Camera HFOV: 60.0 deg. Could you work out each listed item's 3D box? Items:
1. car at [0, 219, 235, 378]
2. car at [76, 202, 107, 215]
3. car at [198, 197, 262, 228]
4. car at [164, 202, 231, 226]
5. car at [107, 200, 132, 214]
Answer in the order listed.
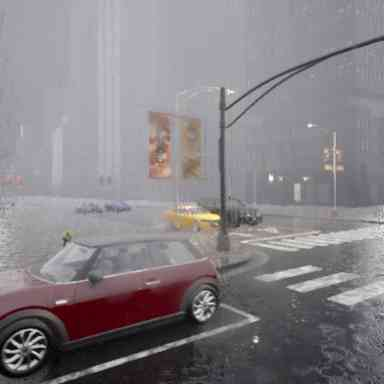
[{"bbox_3d":[-1.524,1.444,5.455,4.097,1.590,1.967,0,-1,-35],"label":"car"},{"bbox_3d":[-11.861,1.879,38.400,1.994,1.385,4.181,0,0,-36],"label":"car"},{"bbox_3d":[2.452,1.384,23.986,2.150,2.045,5.566,0,0,-37],"label":"car"},{"bbox_3d":[0.005,1.665,21.846,1.882,1.535,5.008,0,0,-36],"label":"car"},{"bbox_3d":[-8.967,1.768,39.938,1.882,1.535,5.008,0,0,-36],"label":"car"}]
